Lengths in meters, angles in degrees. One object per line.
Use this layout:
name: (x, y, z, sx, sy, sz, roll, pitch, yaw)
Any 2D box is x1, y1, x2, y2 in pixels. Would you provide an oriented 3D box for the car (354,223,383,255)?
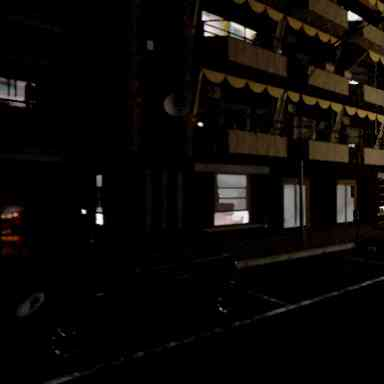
car: (7.752, 1.507, 12.089, 4.829, 1.417, 1.752, 0, 0, -35)

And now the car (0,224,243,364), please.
car: (-1.111, 1.437, 5.773, 4.097, 1.590, 1.967, 0, 0, -35)
